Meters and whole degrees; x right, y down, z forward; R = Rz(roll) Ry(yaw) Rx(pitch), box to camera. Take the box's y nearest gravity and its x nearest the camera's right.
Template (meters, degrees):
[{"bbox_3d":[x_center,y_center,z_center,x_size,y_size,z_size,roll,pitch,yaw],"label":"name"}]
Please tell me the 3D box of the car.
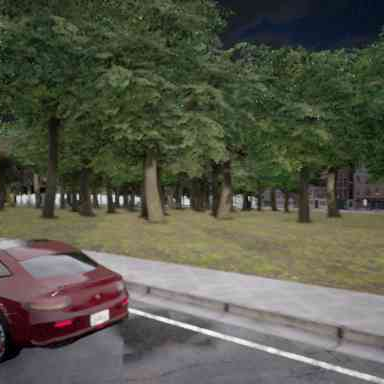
[{"bbox_3d":[-3.126,1.570,5.922,4.674,1.442,1.812,0,0,36],"label":"car"}]
